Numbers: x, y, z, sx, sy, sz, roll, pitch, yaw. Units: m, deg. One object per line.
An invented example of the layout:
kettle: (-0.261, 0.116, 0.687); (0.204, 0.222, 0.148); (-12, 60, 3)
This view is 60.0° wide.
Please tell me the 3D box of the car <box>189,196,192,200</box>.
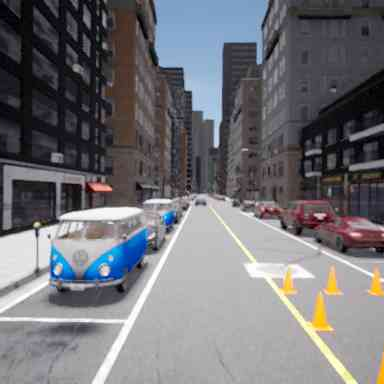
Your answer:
car: (-1.387, 1.605, 47.031); (1.802, 1.307, 4.206); (1, 0, 1)

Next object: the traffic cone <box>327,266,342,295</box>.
traffic cone: (3.202, 1.997, 7.594); (0.340, 0.580, 0.340); (1, 0, 1)

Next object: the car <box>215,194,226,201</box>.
car: (8.036, 1.651, 89.439); (1.967, 1.590, 4.097); (0, 0, 1)

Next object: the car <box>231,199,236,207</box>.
car: (7.248, 1.695, 52.357); (1.947, 1.339, 4.313); (1, 0, 1)

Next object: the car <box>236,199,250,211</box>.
car: (7.024, 1.665, 41.357); (2.008, 1.369, 4.403); (1, 0, 1)

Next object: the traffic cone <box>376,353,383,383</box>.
traffic cone: (2.121, 1.982, 3.615); (0.340, 0.580, 0.340); (1, 0, 1)

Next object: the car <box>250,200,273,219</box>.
car: (6.802, 1.541, 30.357); (1.967, 1.590, 4.097); (1, 0, 1)

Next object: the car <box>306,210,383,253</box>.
car: (6.465, 1.666, 13.855); (1.802, 1.307, 4.206); (1, 0, 1)

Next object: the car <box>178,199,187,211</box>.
car: (-1.722, 1.585, 30.530); (1.802, 1.307, 4.206); (1, 0, 1)

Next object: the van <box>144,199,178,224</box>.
van: (-1.944, 1.332, 19.530); (1.690, 1.788, 3.998); (1, 0, 1)

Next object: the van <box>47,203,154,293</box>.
van: (-2.168, 1.321, 8.530); (1.690, 1.788, 3.998); (1, 0, 1)

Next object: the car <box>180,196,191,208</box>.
car: (-1.498, 1.582, 41.530); (1.947, 1.339, 4.313); (1, 0, 1)

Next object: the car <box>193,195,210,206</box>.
car: (1.463, 1.631, 55.937); (1.994, 1.385, 4.181); (1, 0, 1)

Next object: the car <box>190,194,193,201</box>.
car: (-1.274, 1.471, 52.531); (1.967, 1.590, 4.097); (1, 0, 1)

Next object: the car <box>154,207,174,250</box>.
car: (-2.058, 1.536, 14.029); (2.008, 1.369, 4.403); (1, 0, 1)

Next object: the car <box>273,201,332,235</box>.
car: (6.580, 1.404, 19.356); (2.192, 1.841, 5.009); (1, 0, 1)

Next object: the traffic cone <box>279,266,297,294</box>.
traffic cone: (2.202, 1.986, 7.614); (0.340, 0.580, 0.340); (1, 0, 1)

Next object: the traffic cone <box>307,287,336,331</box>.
traffic cone: (2.162, 1.984, 5.614); (0.340, 0.580, 0.340); (1, 0, 1)

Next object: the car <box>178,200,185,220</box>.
car: (-1.834, 1.563, 25.030); (1.947, 1.339, 4.313); (1, 0, 1)

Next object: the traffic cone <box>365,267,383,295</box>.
traffic cone: (4.202, 2.009, 7.574); (0.340, 0.580, 0.340); (1, 0, 1)
